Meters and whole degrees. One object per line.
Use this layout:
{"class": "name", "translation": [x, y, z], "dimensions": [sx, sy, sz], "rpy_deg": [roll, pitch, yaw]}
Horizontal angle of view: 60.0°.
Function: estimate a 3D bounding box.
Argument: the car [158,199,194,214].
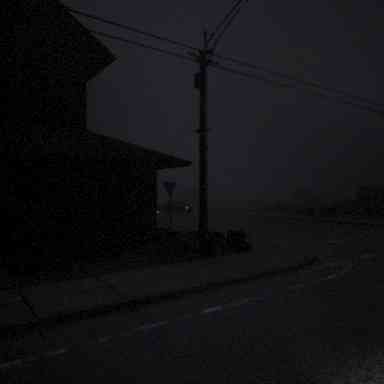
{"class": "car", "translation": [-1.652, 1.430, 33.317], "dimensions": [1.994, 1.385, 4.181], "rpy_deg": [0, 0, -36]}
